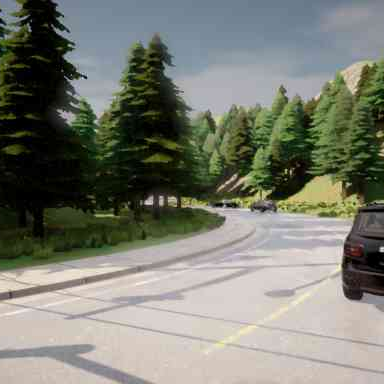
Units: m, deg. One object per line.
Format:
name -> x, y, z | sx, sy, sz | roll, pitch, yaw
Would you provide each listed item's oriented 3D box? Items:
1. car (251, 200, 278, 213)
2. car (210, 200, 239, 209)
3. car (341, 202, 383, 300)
car -> 8.599, 1.683, 39.800 | 1.812, 1.442, 4.674 | 0, 0, -13
car -> 4.697, 1.787, 49.356 | 1.895, 1.301, 4.718 | 0, 0, -33
car -> 5.057, 1.245, 7.784 | 2.150, 2.045, 5.566 | 0, 0, 35
